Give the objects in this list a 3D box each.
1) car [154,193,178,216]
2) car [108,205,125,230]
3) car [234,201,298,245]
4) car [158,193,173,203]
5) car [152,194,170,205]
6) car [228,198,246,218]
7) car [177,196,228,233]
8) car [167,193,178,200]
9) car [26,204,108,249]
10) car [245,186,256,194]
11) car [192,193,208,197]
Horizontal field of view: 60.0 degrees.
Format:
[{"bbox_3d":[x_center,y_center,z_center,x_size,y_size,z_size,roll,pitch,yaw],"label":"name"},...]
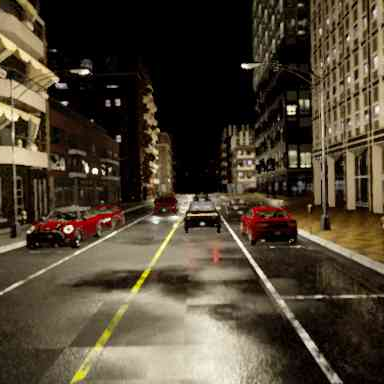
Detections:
[{"bbox_3d":[-2.195,1.159,29.420,1.882,1.535,5.008,-1,1,2],"label":"car"},{"bbox_3d":[-5.141,1.461,19.813,1.802,1.307,4.206,-2,1,2],"label":"car"},{"bbox_3d":[3.081,1.285,13.939,1.887,1.381,4.507,-2,1,2],"label":"car"},{"bbox_3d":[-4.234,0.987,53.689,2.008,1.369,4.403,-2,1,2],"label":"car"},{"bbox_3d":[-4.386,1.060,48.044,2.008,1.369,4.403,-2,1,2],"label":"car"},{"bbox_3d":[3.383,1.141,25.232,2.008,1.369,4.403,-2,1,2],"label":"car"},{"bbox_3d":[0.567,1.246,18.033,2.128,1.511,4.902,-1,1,2],"label":"car"},{"bbox_3d":[-3.937,0.854,66.603,1.802,1.307,4.206,-2,1,2],"label":"car"},{"bbox_3d":[-5.296,1.395,14.166,1.967,1.590,4.097,-2,1,2],"label":"car"},{"bbox_3d":[17.004,-0.477,85.994,5.009,1.841,2.192,-3,2,1],"label":"car"},{"bbox_3d":[1.108,0.845,37.712,2.097,1.767,4.553,-1,1,2],"label":"car"}]
